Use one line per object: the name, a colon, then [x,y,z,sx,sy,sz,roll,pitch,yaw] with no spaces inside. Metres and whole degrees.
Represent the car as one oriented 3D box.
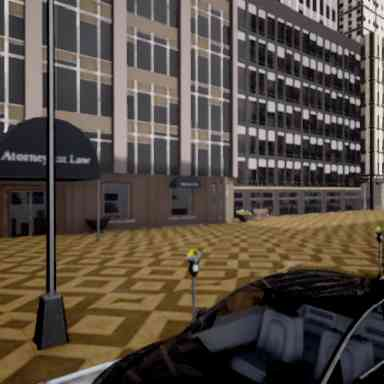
car: [1.126,1.567,3.255,4.313,1.339,1.947,0,0,-36]
